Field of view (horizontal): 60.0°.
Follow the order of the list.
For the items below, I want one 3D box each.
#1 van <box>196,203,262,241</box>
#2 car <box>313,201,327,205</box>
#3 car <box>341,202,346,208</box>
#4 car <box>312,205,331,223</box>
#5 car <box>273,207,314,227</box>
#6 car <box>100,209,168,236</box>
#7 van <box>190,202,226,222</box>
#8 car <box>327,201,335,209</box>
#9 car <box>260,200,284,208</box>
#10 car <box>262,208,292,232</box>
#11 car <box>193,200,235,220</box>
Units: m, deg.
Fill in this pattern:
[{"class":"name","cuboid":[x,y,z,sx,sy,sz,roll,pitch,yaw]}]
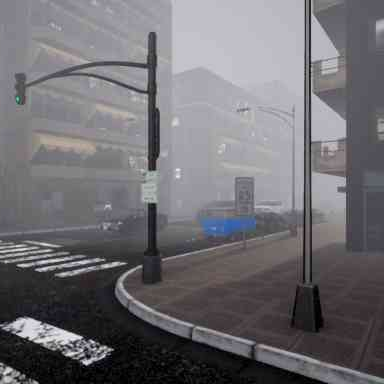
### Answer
[{"class":"van","cuboid":[2.200,1.704,18.809,1.690,1.788,3.998,-1,-2,35]},{"class":"car","cuboid":[24.131,2.890,64.320,1.802,1.307,4.206,-1,-2,35]},{"class":"car","cuboid":[40.091,3.376,86.754,1.752,1.417,4.829,-1,-2,35]},{"class":"car","cuboid":[11.697,2.233,32.443,2.008,1.369,4.403,-1,-2,35]},{"class":"car","cuboid":[8.485,2.158,27.929,1.802,1.307,4.206,-1,-2,35]},{"class":"car","cuboid":[-3.520,1.815,20.963,2.128,1.511,4.902,0,-1,35]},{"class":"van","cuboid":[1.653,1.903,32.731,1.690,1.788,3.998,-1,-2,35]},{"class":"car","cuboid":[27.342,2.729,68.840,2.192,1.841,5.009,-1,-2,35]},{"class":"car","cuboid":[8.816,1.954,38.276,2.150,2.045,5.566,0,-1,36]},{"class":"car","cuboid":[5.275,2.035,23.416,1.947,1.339,4.313,-1,-2,35]},{"class":"car","cuboid":[2.619,1.749,29.574,2.150,2.045,5.566,0,-1,37]}]
